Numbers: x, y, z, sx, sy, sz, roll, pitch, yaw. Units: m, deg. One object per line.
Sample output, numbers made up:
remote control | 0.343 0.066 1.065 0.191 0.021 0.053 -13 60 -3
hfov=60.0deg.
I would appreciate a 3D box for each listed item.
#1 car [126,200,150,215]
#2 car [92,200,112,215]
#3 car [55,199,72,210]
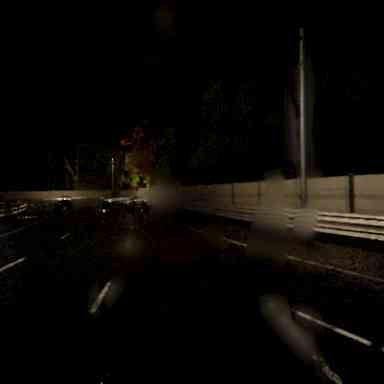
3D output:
car | -5.844 1.645 35.622 2.128 1.511 4.902 0 0 -20
car | -9.783 1.692 36.258 1.837 1.490 4.892 0 0 -19
car | -18.312 1.804 47.413 1.837 1.490 4.892 0 0 -26
